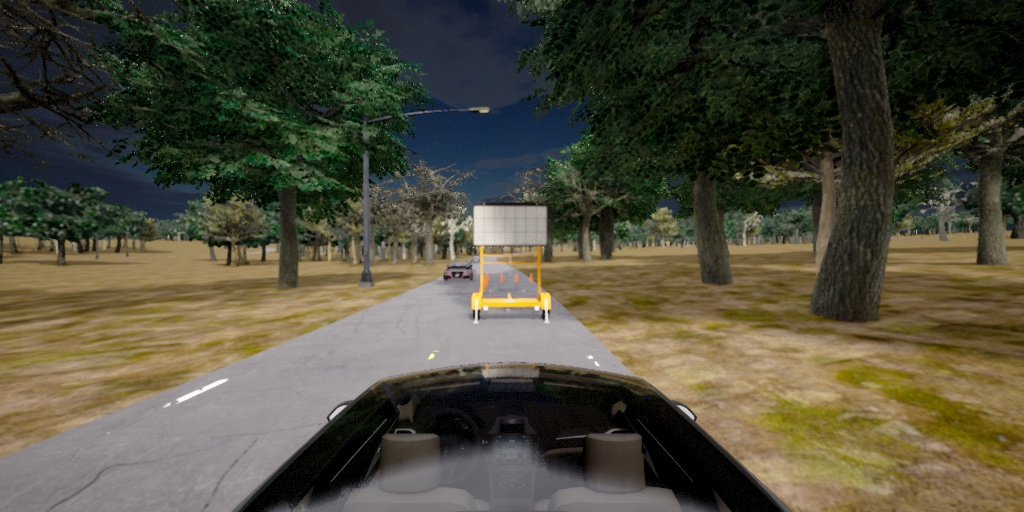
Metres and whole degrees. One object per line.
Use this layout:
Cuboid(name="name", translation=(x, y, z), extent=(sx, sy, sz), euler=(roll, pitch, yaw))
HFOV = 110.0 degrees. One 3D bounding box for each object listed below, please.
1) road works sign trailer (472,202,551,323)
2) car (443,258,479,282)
Cuboid(name="road works sign trailer", translation=(-0.052, 0.094, 11.535), extent=(2.380, 3.560, 2.880), euler=(0, 0, -2))
Cuboid(name="car", translation=(-3.653, 1.034, 25.417), extent=(1.994, 1.385, 4.181), euler=(0, 1, -3))
